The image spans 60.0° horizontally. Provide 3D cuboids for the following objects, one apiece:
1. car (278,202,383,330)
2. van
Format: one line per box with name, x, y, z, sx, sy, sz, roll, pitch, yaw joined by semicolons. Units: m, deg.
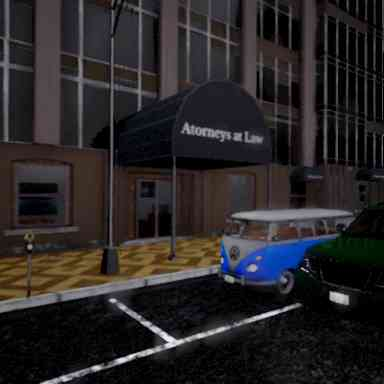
car;4.432;1.222;6.545;5.566;2.045;2.150;0;0;-36
van;2.515;1.342;8.348;3.998;1.788;1.690;0;0;-36
